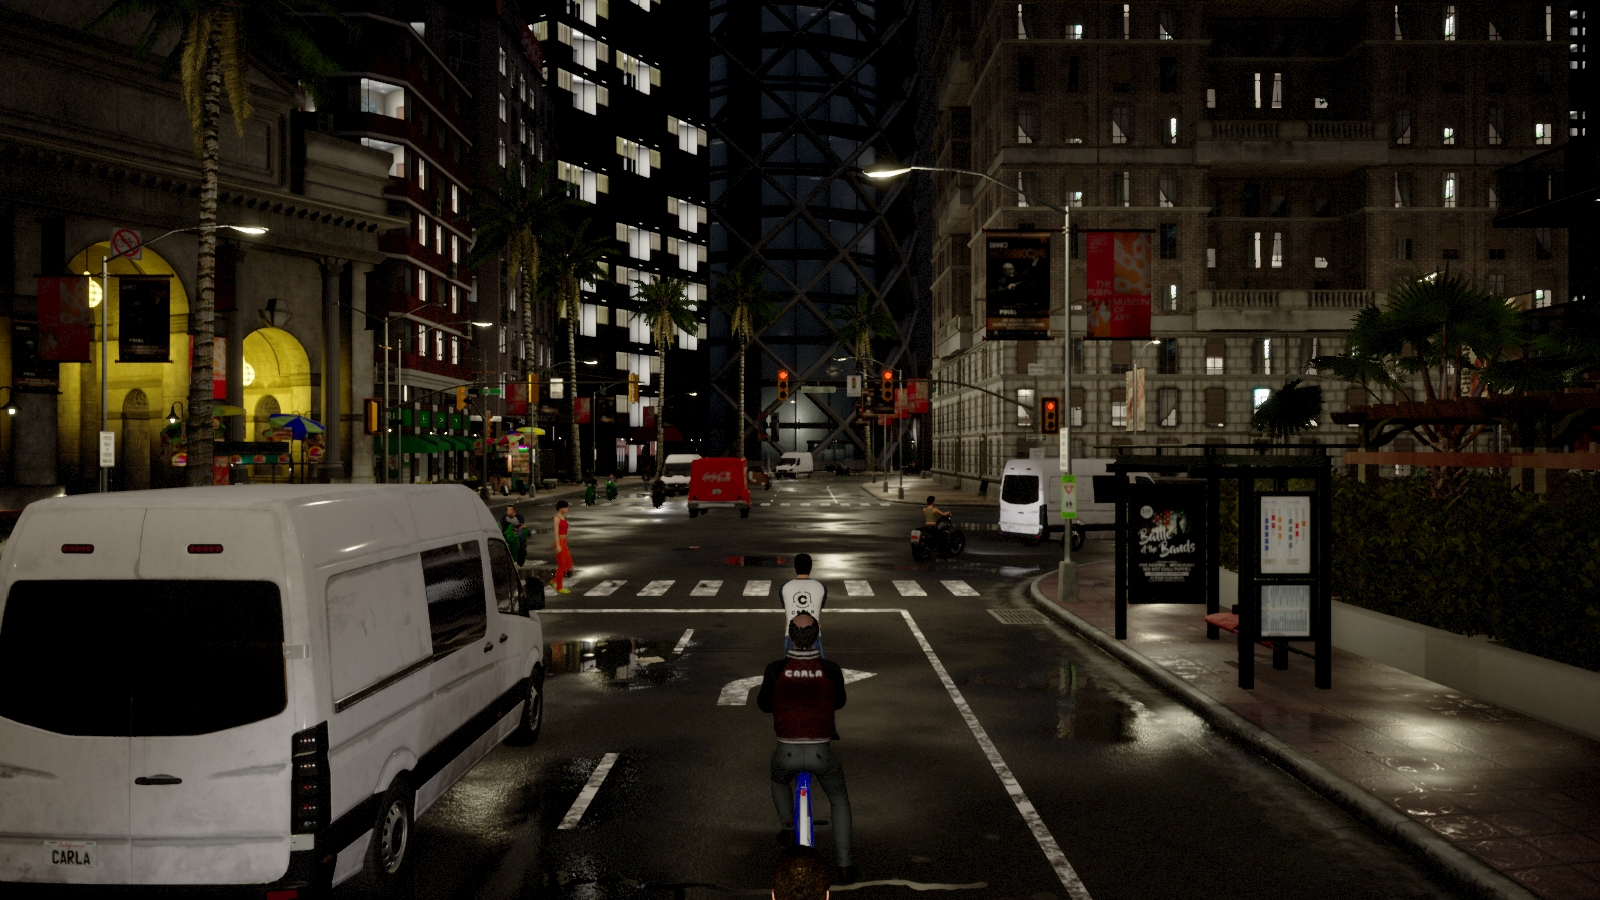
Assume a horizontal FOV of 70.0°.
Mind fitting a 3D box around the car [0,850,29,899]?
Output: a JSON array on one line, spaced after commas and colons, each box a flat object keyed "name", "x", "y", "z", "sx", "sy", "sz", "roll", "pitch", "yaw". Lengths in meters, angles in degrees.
[{"name": "car", "x": -3.487, "y": 2.120, "z": 2.971, "sx": 1.481, "sy": 1.376, "sz": 2.207, "roll": 0, "pitch": 0, "yaw": 0}]

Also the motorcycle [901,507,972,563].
[{"name": "motorcycle", "x": 3.566, "y": 2.170, "z": 29.642, "sx": 0.764, "sy": 1.277, "sz": 2.356, "roll": 0, "pitch": 0, "yaw": 37}]

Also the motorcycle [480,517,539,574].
[{"name": "motorcycle", "x": -6.770, "y": 2.212, "z": 26.758, "sx": 0.803, "sy": 1.145, "sz": 2.033, "roll": 0, "pitch": 0, "yaw": 2}]

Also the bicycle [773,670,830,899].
[{"name": "bicycle", "x": 0.008, "y": 2.210, "z": 7.501, "sx": 0.329, "sy": 1.171, "sz": 1.835, "roll": 0, "pitch": 0, "yaw": 0}]

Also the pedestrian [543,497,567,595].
[{"name": "pedestrian", "x": -4.745, "y": 1.849, "z": 22.159, "sx": 0.375, "sy": 1.860, "sz": 0.375, "roll": 0, "pitch": 0, "yaw": 3}]

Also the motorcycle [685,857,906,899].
[{"name": "motorcycle", "x": -0.018, "y": 2.213, "z": 3.585, "sx": 0.803, "sy": 1.145, "sz": 2.033, "roll": 0, "pitch": 0, "yaw": 0}]

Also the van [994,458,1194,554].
[{"name": "van", "x": 8.628, "y": 1.534, "z": 33.308, "sx": 5.915, "sy": 2.561, "sz": 1.988, "roll": 0, "pitch": 0, "yaw": -29}]

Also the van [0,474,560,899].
[{"name": "van", "x": -3.525, "y": 1.534, "z": 8.973, "sx": 1.988, "sy": 2.561, "sz": 5.915, "roll": 0, "pitch": 0, "yaw": 0}]
